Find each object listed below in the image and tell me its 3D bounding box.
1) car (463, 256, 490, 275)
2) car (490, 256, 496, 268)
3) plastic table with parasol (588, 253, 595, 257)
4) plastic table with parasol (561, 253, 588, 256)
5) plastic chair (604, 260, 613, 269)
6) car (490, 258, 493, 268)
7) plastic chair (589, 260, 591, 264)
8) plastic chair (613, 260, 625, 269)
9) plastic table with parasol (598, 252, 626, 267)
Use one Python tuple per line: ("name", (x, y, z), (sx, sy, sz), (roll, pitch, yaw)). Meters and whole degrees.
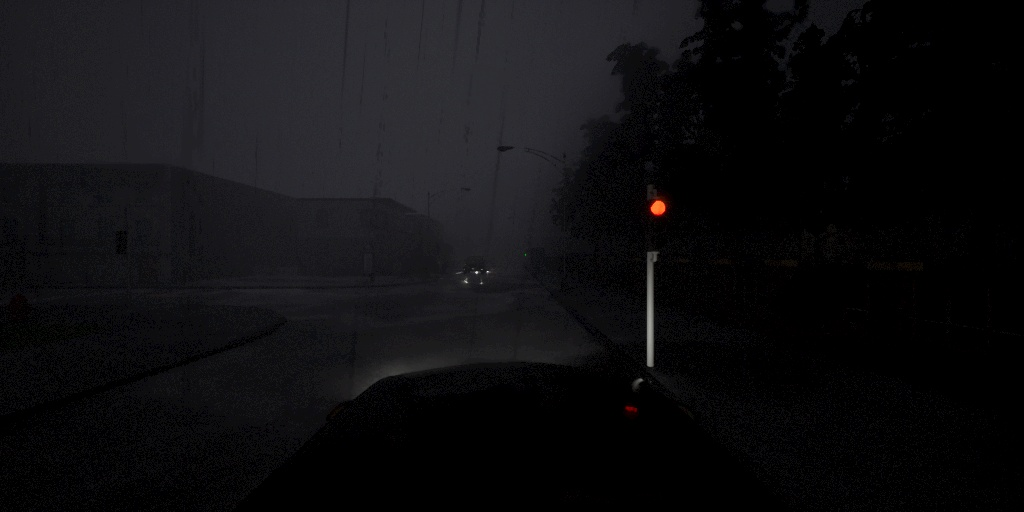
("car", (-4.070, 0.971, 40.154), (2.150, 2.045, 5.566), (0, 0, 0))
("car", (-4.019, 0.971, 61.305), (2.150, 2.045, 5.566), (0, 0, 1))
("plastic table with parasol", (14.718, 0.673, 63.308), (2.482, 2.480, 2.482), (0, 0, -42))
("plastic table with parasol", (10.016, 0.684, 57.837), (2.482, 2.480, 2.482), (0, 0, -40))
("plastic chair", (14.359, 1.306, 54.193), (0.730, 1.272, 0.750), (0, 0, -35))
("car", (-4.056, 1.351, 50.331), (1.895, 1.301, 4.718), (0, 0, 0))
("plastic chair", (13.765, 1.304, 62.421), (0.730, 1.272, 0.750), (0, 0, -35))
("plastic chair", (16.066, 1.296, 54.095), (0.750, 1.272, 0.730), (0, 0, -40))
("plastic table with parasol", (15.334, 0.694, 55.094), (2.482, 2.480, 2.482), (0, 0, -40))
